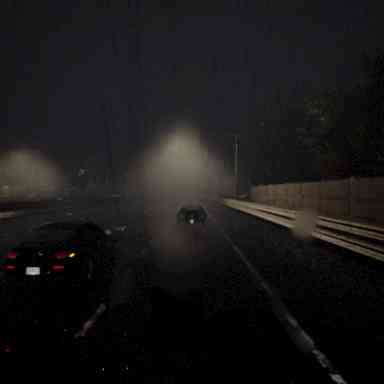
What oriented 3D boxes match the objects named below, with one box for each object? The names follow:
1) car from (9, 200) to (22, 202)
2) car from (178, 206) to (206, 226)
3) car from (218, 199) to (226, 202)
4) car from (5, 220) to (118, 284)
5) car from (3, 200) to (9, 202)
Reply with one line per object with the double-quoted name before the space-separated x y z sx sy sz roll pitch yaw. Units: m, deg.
"car" -21.066 1.584 38.903 2.033 1.411 5.357 0 0 0
"car" 0.001 1.612 23.754 1.895 1.301 4.718 0 0 0
"car" 9.011 2.219 95.064 2.033 1.411 5.357 0 -1 27
"car" -3.402 1.526 9.427 1.812 1.442 4.674 0 0 0
"car" -6.898 1.221 7.673 2.150 2.045 5.566 0 0 0
